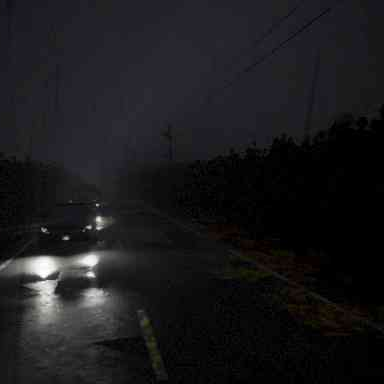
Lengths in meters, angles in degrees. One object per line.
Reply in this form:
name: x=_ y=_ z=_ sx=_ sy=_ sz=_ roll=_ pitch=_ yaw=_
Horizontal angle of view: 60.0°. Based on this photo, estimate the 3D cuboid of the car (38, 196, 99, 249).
car: x=-4.690 y=1.140 z=12.956 sx=1.812 sy=1.442 sz=4.674 roll=-2 pitch=2 yaw=-15

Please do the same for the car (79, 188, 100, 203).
car: x=-11.575 y=0.366 z=37.693 sx=2.033 sy=1.411 sz=5.357 roll=-2 pitch=2 yaw=-15

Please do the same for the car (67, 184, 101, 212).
car: x=-8.150 y=0.440 z=25.317 sx=2.150 sy=2.045 sz=5.566 roll=-2 pitch=2 yaw=-15
